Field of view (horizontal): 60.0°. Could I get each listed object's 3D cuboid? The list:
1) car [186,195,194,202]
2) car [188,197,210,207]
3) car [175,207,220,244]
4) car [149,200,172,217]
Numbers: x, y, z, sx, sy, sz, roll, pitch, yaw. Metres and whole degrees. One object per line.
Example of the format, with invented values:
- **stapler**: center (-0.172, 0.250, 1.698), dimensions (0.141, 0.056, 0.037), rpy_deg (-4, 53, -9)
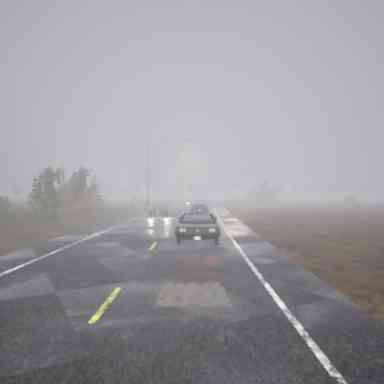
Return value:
- **car**: center (-0.257, 1.498, 73.550), dimensions (2.128, 1.511, 4.902), rpy_deg (0, 0, 5)
- **car**: center (0.810, 1.529, 33.583), dimensions (1.812, 1.442, 4.674), rpy_deg (0, 0, 2)
- **car**: center (0.271, 1.603, 15.904), dimensions (1.895, 1.301, 4.718), rpy_deg (0, 0, 1)
- **car**: center (-2.948, 1.527, 31.914), dimensions (1.812, 1.442, 4.674), rpy_deg (0, 0, 2)
